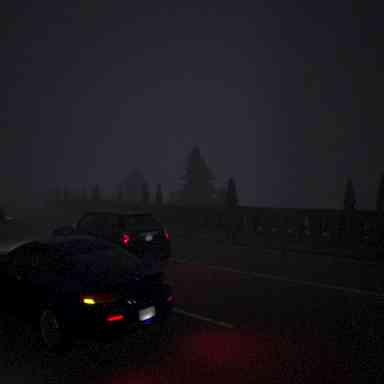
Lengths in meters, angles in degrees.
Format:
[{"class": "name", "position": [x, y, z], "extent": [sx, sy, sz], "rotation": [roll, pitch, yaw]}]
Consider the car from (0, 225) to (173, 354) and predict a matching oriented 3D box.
[{"class": "car", "position": [-2.412, 1.540, 6.137], "extent": [4.674, 1.442, 1.812], "rotation": [0, 0, 39]}]

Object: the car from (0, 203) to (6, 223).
[{"class": "car", "position": [-15.379, 1.537, 25.327], "extent": [1.837, 1.490, 4.892], "rotation": [0, 0, -35]}]

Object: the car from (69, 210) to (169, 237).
[{"class": "car", "position": [-2.860, 1.375, 11.180], "extent": [4.553, 1.767, 2.097], "rotation": [0, 0, 41]}]
